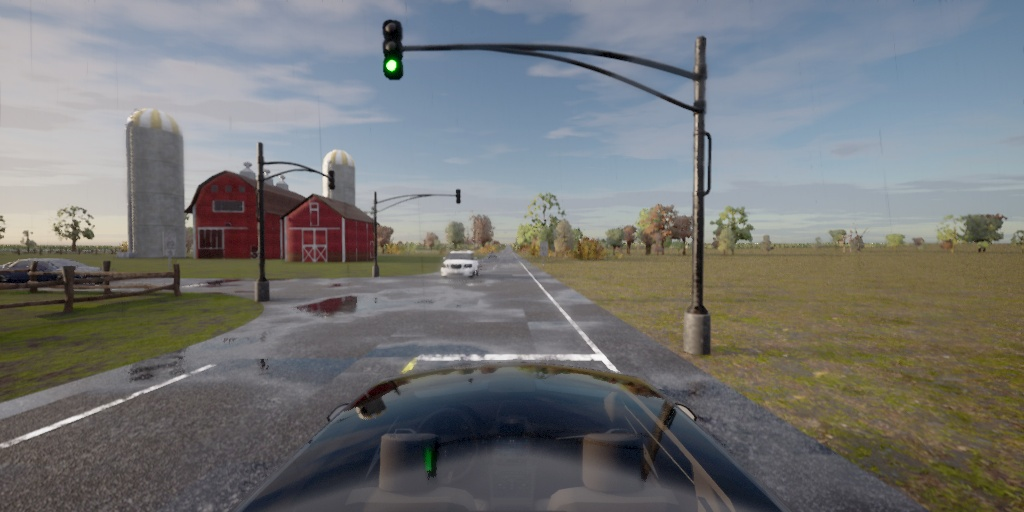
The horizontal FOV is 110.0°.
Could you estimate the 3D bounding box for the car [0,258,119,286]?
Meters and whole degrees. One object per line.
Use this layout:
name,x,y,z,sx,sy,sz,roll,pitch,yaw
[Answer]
car,-23.585,0.838,18.377,5.357,1.411,2.033,1,1,-1

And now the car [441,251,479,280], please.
car,-3.658,0.646,26.088,2.150,2.045,5.566,0,0,0
